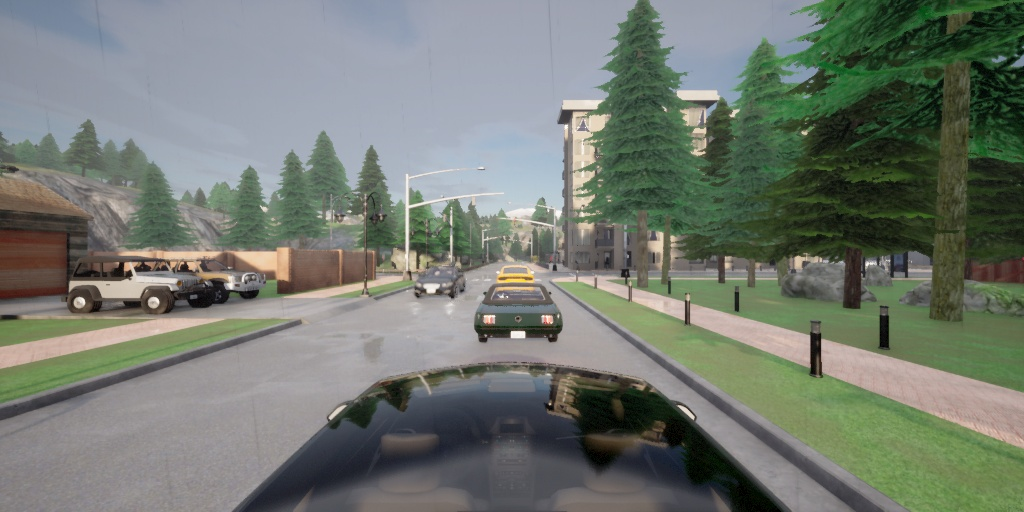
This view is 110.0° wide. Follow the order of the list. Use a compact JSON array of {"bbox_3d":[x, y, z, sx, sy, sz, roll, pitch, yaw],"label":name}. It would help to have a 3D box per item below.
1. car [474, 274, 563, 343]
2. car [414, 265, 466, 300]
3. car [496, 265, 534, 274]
[{"bbox_3d":[0.146,1.351,9.683,1.895,1.301,4.718,0,0,0],"label":"car"},{"bbox_3d":[-3.470,1.242,17.966,2.128,1.511,4.902,0,0,1],"label":"car"},{"bbox_3d":[0.175,1.228,19.022,1.882,1.535,5.008,0,0,0],"label":"car"}]
